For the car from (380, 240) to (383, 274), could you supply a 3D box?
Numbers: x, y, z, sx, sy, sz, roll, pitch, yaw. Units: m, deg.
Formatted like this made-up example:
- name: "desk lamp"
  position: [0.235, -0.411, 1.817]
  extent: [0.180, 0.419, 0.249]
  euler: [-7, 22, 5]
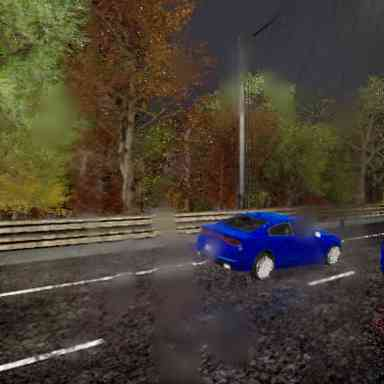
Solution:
- name: "car"
  position: [6.905, 1.477, 8.787]
  extent: [5.008, 1.535, 1.882]
  euler: [0, 0, -36]

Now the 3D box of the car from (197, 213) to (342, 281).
- name: "car"
  position: [2.491, 1.396, 9.883]
  extent: [5.008, 1.535, 1.882]
  euler: [3, 5, -35]
